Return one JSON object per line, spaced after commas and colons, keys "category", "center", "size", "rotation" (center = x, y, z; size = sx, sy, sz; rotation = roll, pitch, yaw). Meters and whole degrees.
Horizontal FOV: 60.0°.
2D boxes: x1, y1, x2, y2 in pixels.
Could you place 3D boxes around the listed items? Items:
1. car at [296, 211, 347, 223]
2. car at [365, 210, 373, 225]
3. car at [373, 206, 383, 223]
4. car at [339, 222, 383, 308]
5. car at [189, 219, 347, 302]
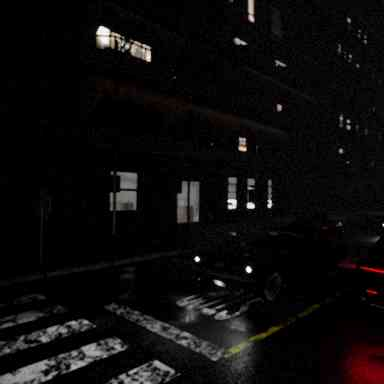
{"category": "car", "center": [5.998, 1.595, 15.890], "size": [4.206, 1.307, 1.802], "rotation": [0, 1, -44]}
{"category": "car", "center": [13.780, 1.538, 23.540], "size": [4.829, 1.417, 1.752], "rotation": [0, 1, -44]}
{"category": "car", "center": [12.018, 1.556, 18.194], "size": [5.357, 1.411, 2.033], "rotation": [0, 0, -45]}
{"category": "car", "center": [5.050, 1.506, 6.997], "size": [4.892, 1.490, 1.837], "rotation": [0, 0, -45]}
{"category": "car", "center": [2.163, 1.608, 8.535], "size": [4.718, 1.301, 1.895], "rotation": [0, 0, -44]}
